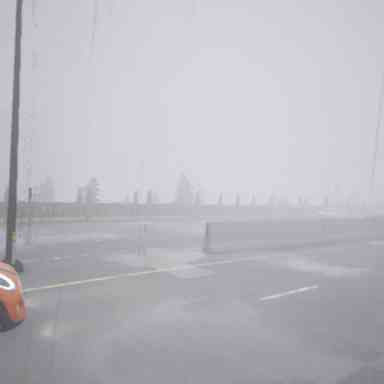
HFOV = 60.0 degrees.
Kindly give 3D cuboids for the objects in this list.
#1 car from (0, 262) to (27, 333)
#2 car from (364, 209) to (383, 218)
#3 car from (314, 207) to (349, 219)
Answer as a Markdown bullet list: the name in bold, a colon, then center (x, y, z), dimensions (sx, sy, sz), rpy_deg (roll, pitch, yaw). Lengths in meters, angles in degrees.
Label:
- **car**: center (-4.850, 1.367, 4.589), dimensions (4.553, 1.767, 2.097), rpy_deg (-1, 0, -35)
- **car**: center (20.294, 2.538, 35.659), dimensions (4.674, 1.442, 1.812), rpy_deg (2, -1, -35)
- **car**: center (15.338, 2.426, 36.421), dimensions (4.674, 1.442, 1.812), rpy_deg (2, -1, -35)
